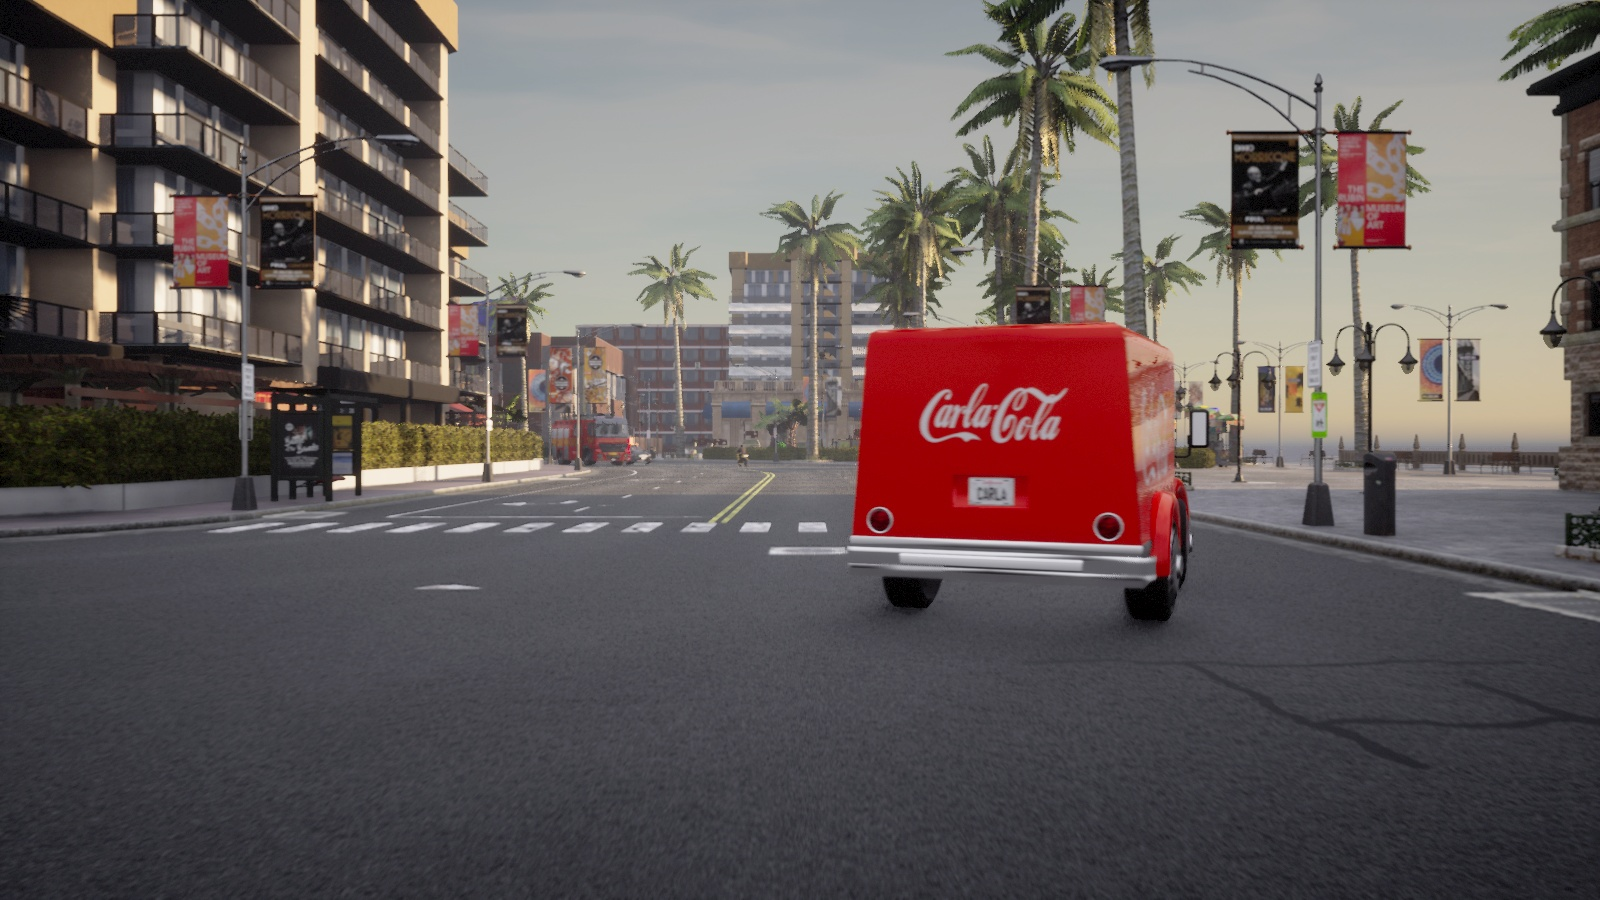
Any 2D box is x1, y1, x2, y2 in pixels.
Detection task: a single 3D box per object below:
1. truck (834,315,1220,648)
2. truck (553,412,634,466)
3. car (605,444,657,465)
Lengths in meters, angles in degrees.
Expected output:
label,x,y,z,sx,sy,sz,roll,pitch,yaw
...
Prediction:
label,x,y,z,sx,sy,sz,roll,pitch,yaw
truck,2.496,0.214,12.199,2.627,2.467,5.204,0,0,22
truck,-15.349,-0.793,92.701,2.891,3.827,8.468,0,0,-32
car,-12.860,0.320,95.324,2.128,1.511,4.902,0,0,-32
